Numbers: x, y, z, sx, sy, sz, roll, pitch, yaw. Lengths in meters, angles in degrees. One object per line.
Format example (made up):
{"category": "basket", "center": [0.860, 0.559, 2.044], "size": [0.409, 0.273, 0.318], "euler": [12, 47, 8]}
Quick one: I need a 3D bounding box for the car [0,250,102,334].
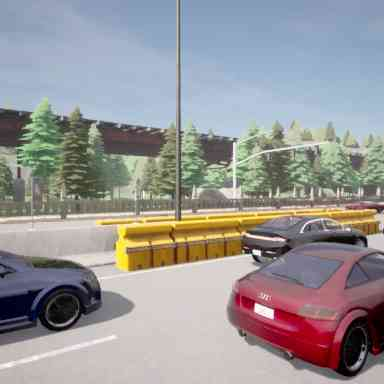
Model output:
{"category": "car", "center": [-3.664, 1.564, 5.429], "size": [4.181, 1.385, 1.994], "euler": [0, 0, -36]}

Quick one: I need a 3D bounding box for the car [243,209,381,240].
{"category": "car", "center": [3.796, 1.491, 10.762], "size": [4.902, 1.511, 2.128], "euler": [0, 0, -36]}

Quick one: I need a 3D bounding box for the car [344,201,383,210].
{"category": "car", "center": [17.407, 1.601, 33.648], "size": [4.718, 1.301, 1.895], "euler": [0, 0, -36]}

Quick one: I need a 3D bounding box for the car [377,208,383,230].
{"category": "car", "center": [10.986, 1.564, 15.906], "size": [4.181, 1.385, 1.994], "euler": [0, 0, -35]}

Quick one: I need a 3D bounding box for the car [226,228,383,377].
{"category": "car", "center": [2.603, 1.564, 5.616], "size": [4.181, 1.385, 1.994], "euler": [0, 0, -35]}
